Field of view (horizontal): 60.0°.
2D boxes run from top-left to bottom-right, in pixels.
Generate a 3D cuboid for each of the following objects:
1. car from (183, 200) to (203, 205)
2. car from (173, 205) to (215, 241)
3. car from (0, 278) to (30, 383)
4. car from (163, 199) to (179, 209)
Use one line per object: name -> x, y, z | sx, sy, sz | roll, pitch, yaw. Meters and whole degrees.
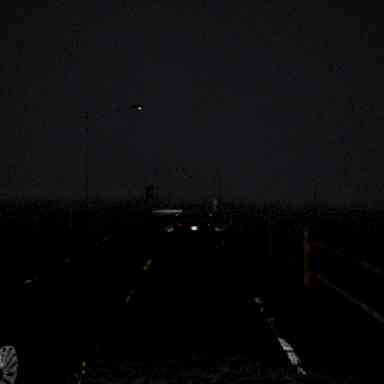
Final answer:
car -> 0.097, 1.494, 33.058 | 1.882, 1.535, 5.008 | 0, 0, 0
car -> 0.099, 1.570, 16.672 | 1.994, 1.385, 4.181 | 0, 0, 0
car -> -2.849, 1.492, 2.017 | 2.128, 1.511, 4.902 | 0, 0, 0
car -> -2.753, 1.589, 44.666 | 1.994, 1.385, 4.181 | 0, 0, 0
